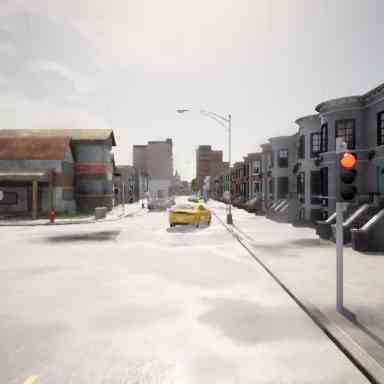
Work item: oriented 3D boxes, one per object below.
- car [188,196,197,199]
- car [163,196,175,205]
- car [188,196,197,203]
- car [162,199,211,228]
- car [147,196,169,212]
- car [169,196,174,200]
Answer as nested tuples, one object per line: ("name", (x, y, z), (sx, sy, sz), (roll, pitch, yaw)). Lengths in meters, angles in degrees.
("car", (0.142, 1.526, 56.536), (1.812, 1.442, 4.674), (0, 0, 0))
("car", (-4.022, 1.525, 58.763), (1.812, 1.442, 4.674), (0, 0, 1))
("car", (0.088, 1.664, 73.572), (1.837, 1.490, 4.892), (0, 0, 0))
("car", (-0.057, 1.478, 22.172), (1.882, 1.535, 5.008), (2, 0, 16))
("car", (-4.077, 1.505, 39.208), (1.837, 1.490, 4.892), (0, 0, 0))
("car", (-4.063, 1.547, 48.957), (2.033, 1.411, 5.357), (0, 0, 0))
